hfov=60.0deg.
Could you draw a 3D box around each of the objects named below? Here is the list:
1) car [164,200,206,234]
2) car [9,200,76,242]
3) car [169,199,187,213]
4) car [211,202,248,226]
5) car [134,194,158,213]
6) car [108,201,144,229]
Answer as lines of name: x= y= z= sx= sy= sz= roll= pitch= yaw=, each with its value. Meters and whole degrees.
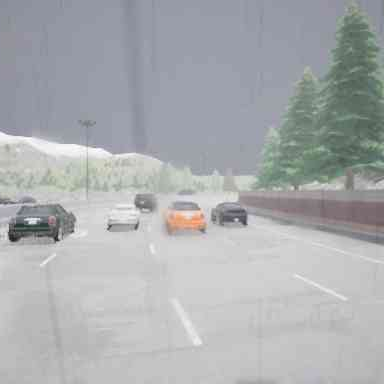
car: x=-0.530 y=1.337 z=19.456 sx=2.097 sy=1.767 sz=4.553 roll=0 pitch=0 yaw=-8
car: x=-7.172 y=1.338 z=16.434 sx=2.097 sy=1.767 sz=4.553 roll=0 pitch=0 yaw=-8
car: x=-1.579 y=1.571 z=38.404 sx=1.895 sy=1.301 sz=4.718 roll=0 pitch=0 yaw=0
car: x=2.549 y=1.487 z=23.390 sx=1.837 sy=1.490 sz=4.892 roll=0 pitch=0 yaw=-6
car: x=-5.091 y=1.194 z=37.010 sx=2.150 sy=2.045 sz=5.566 roll=0 pitch=0 yaw=0
car: x=-4.288 y=1.509 z=21.492 sx=1.812 sy=1.442 sz=4.674 roll=0 pitch=0 yaw=-6
